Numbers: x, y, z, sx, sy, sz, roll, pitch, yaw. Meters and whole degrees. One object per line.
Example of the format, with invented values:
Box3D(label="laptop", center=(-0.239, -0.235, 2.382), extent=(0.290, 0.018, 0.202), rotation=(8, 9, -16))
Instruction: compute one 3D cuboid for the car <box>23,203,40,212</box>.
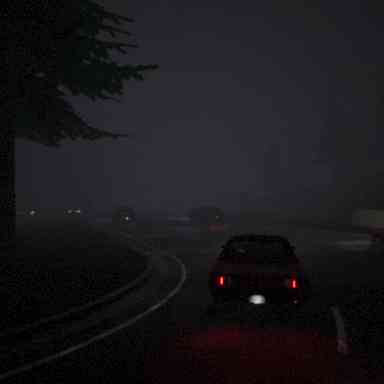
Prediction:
Box3D(label="car", center=(-27.990, 2.642, 58.030), extent=(1.837, 1.490, 4.892), rotation=(0, -1, -11))

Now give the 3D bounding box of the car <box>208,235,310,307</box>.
Box3D(label="car", center=(1.631, 1.730, 8.347), extent=(1.895, 1.301, 4.718), rotation=(0, -1, 11))

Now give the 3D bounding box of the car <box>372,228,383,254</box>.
Box3D(label="car", center=(8.330, 1.613, 11.514), extent=(1.882, 1.535, 5.008), rotation=(0, -1, -3))

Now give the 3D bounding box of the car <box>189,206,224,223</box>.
Box3D(label="car", center=(1.227, 1.981, 30.453), extent=(2.128, 1.511, 4.902), rotation=(0, -1, -21))

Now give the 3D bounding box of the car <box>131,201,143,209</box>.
Box3D(label="car", center=(-10.933, 2.724, 67.880), extent=(2.033, 1.411, 5.357), rotation=(0, -1, -11))

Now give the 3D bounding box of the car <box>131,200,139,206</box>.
Box3D(label="car", center=(-16.210, 3.162, 94.142), extent=(2.128, 1.511, 4.902), rotation=(0, -1, -11))

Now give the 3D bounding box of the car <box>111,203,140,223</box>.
Box3D(label="car", center=(-6.412, 2.056, 31.067), extent=(1.837, 1.490, 4.892), rotation=(0, -1, -19))

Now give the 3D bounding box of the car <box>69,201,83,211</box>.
Box3D(label="car", center=(-21.663, 2.509, 62.193), extent=(2.097, 1.767, 4.553), rotation=(0, -1, -11))
